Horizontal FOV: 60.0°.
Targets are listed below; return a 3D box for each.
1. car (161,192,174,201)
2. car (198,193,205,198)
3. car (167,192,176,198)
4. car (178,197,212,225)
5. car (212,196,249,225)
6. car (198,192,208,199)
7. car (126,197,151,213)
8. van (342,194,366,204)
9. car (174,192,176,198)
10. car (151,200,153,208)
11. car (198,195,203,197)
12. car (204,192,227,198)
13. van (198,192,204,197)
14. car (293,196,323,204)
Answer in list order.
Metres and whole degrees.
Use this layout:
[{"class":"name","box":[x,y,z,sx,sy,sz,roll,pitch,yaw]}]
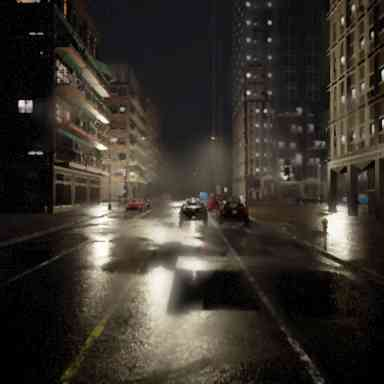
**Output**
[{"class":"car","box":[-5.685,1.035,72.333,1.967,1.590,4.097,1,0,0]},{"class":"car","box":[2.689,1.034,94.594,1.752,1.417,4.829,1,0,0]},{"class":"car","box":[-5.687,0.824,94.423,2.192,1.841,5.009,1,0,0]},{"class":"car","box":[0.097,1.345,22.912,2.128,1.511,4.902,0,0,0]},{"class":"car","box":[2.670,1.294,22.735,1.967,1.590,4.097,1,0,0]},{"class":"car","box":[2.695,0.864,83.377,2.192,1.841,5.009,1,0,0]},{"class":"car","box":[-5.681,1.369,34.246,1.802,1.307,4.206,1,0,0]},{"class":"van","box":[29.157,1.259,59.885,3.998,1.788,1.690,0,-1,0]},{"class":"car","box":[-5.691,1.110,88.901,1.802,1.307,4.206,1,0,0]},{"class":"car","box":[-5.682,1.322,39.943,1.947,1.339,4.313,1,0,0]},{"class":"car","box":[0.095,1.360,39.261,1.895,1.301,4.718,0,0,0]},{"class":"car","box":[2.670,1.102,34.133,2.192,1.841,5.009,1,0,0]},{"class":"van","box":[2.695,0.913,77.856,1.690,1.788,3.998,1,0,0]},{"class":"car","box":[17.916,1.285,51.500,4.403,1.369,2.008,0,-1,0]}]
